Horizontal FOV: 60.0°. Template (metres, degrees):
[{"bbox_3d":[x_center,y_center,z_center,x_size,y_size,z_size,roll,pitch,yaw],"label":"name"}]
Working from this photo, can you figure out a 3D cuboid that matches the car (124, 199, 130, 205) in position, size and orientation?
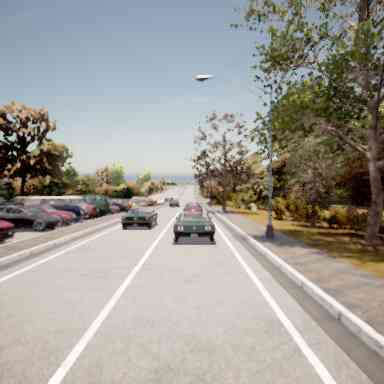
[{"bbox_3d":[-10.295,1.720,39.300,5.008,1.535,2.097,0,-1,0],"label":"car"}]

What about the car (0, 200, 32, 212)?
[{"bbox_3d":[-23.373,1.774,42.212,5.008,1.535,2.097,0,-1,0],"label":"car"}]

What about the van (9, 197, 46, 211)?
[{"bbox_3d":[-23.491,1.649,47.631,4.442,1.987,1.878,0,-1,0],"label":"van"}]

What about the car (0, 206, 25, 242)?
[{"bbox_3d":[-10.325,1.505,14.336,5.008,1.535,2.097,0,0,0],"label":"car"}]

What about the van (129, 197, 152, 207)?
[{"bbox_3d":[-10.397,2.014,67.062,4.442,1.987,1.878,0,-1,0],"label":"van"}]

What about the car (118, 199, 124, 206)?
[{"bbox_3d":[-10.306,1.708,36.524,4.674,1.452,2.002,0,-1,0],"label":"car"}]

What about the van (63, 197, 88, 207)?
[{"bbox_3d":[-23.476,2.015,67.144,4.442,1.987,1.878,0,-1,0],"label":"van"}]

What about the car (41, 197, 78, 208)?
[{"bbox_3d":[-23.338,1.834,58.836,5.566,2.045,2.435,0,-1,0],"label":"car"}]

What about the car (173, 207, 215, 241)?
[{"bbox_3d":[0.104,1.631,16.831,1.895,1.301,4.718,0,0,0],"label":"car"}]

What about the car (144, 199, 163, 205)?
[{"bbox_3d":[-10.269,2.766,89.250,4.892,1.521,2.231,0,-2,0],"label":"car"}]

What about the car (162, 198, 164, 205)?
[{"bbox_3d":[-10.084,2.533,80.804,5.366,1.575,1.946,0,-2,0],"label":"car"}]

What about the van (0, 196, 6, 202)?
[{"bbox_3d":[-23.500,1.442,36.552,4.442,1.987,1.878,0,-1,0],"label":"van"}]

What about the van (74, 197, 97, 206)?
[{"bbox_3d":[-23.247,2.122,72.699,4.442,1.987,1.878,0,-1,0],"label":"van"}]

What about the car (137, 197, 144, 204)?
[{"bbox_3d":[-10.109,1.873,47.627,5.366,1.575,1.946,0,-1,0],"label":"car"}]

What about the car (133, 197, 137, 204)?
[{"bbox_3d":[-10.265,1.698,44.854,4.553,1.767,2.185,0,-1,0],"label":"car"}]

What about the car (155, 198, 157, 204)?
[{"bbox_3d":[-10.307,2.321,69.833,4.792,1.488,2.163,0,-1,0],"label":"car"}]

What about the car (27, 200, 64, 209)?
[{"bbox_3d":[-23.365,1.981,53.291,5.008,1.535,2.097,0,-1,0],"label":"car"}]

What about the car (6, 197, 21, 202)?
[{"bbox_3d":[-23.352,1.468,39.322,5.566,2.045,2.435,0,-1,0],"label":"car"}]

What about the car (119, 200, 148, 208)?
[{"bbox_3d":[-10.257,2.114,58.730,4.792,1.488,2.163,0,-1,0],"label":"car"}]

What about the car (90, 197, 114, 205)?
[{"bbox_3d":[-23.374,2.438,86.523,5.566,2.045,2.435,0,-2,0],"label":"car"}]

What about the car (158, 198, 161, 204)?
[{"bbox_3d":[-10.268,2.406,75.385,4.892,1.521,2.231,0,-1,0],"label":"car"}]

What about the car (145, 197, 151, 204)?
[{"bbox_3d":[-10.103,2.029,55.954,5.366,1.575,1.946,0,-1,0],"label":"car"}]

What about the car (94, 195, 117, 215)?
[{"bbox_3d":[-10.335,1.313,30.978,5.566,2.045,2.435,0,-1,0],"label":"car"}]

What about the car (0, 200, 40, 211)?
[{"bbox_3d":[-23.374,1.866,44.982,4.674,1.452,2.002,0,-1,0],"label":"car"}]

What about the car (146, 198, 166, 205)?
[{"bbox_3d":[-10.287,2.666,94.807,5.566,2.045,2.435,0,-2,0],"label":"car"}]

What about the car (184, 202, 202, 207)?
[{"bbox_3d":[0.102,1.741,34.364,1.994,1.385,4.181,0,-1,0],"label":"car"}]

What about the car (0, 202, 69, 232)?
[{"bbox_3d":[-10.286,1.549,19.887,4.792,1.488,2.163,0,0,0],"label":"car"}]

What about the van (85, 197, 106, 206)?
[{"bbox_3d":[-23.466,2.310,80.861,4.442,1.987,1.878,0,-1,0],"label":"van"}]

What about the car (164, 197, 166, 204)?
[{"bbox_3d":[-10.080,2.686,86.475,5.366,1.575,1.946,0,-2,0],"label":"car"}]

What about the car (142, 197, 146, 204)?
[{"bbox_3d":[-10.297,1.981,53.179,4.892,1.521,2.231,0,-1,0],"label":"car"}]

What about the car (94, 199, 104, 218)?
[{"bbox_3d":[-10.338,1.572,28.223,4.792,1.488,2.163,0,-1,0],"label":"car"}]

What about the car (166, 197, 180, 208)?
[{"bbox_3d":[-3.300,2.151,63.008,1.882,1.535,5.008,0,-1,0],"label":"car"}]

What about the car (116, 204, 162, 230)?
[{"bbox_3d":[-3.345,1.661,21.866,1.895,1.301,4.718,0,0,0],"label":"car"}]

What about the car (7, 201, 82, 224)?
[{"bbox_3d":[-10.316,1.567,22.664,4.674,1.452,2.002,0,0,0],"label":"car"}]

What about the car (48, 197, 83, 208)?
[{"bbox_3d":[-23.336,1.886,61.606,5.566,2.045,2.435,0,-1,0],"label":"car"}]

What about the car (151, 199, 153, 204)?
[{"bbox_3d":[-10.255,2.165,61.505,4.792,1.488,2.163,0,-1,0],"label":"car"}]

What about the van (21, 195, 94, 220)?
[{"bbox_3d":[-10.195,1.309,25.441,4.442,1.987,1.878,0,0,0],"label":"van"}]

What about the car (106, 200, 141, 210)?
[{"bbox_3d":[-10.286,1.929,50.403,4.892,1.521,2.231,0,-1,0],"label":"car"}]

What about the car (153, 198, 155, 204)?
[{"bbox_3d":[-10.253,2.217,64.281,4.792,1.488,2.163,0,-1,0],"label":"car"}]

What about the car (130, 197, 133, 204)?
[{"bbox_3d":[-10.267,1.647,42.078,4.553,1.767,2.185,0,-1,0],"label":"car"}]
